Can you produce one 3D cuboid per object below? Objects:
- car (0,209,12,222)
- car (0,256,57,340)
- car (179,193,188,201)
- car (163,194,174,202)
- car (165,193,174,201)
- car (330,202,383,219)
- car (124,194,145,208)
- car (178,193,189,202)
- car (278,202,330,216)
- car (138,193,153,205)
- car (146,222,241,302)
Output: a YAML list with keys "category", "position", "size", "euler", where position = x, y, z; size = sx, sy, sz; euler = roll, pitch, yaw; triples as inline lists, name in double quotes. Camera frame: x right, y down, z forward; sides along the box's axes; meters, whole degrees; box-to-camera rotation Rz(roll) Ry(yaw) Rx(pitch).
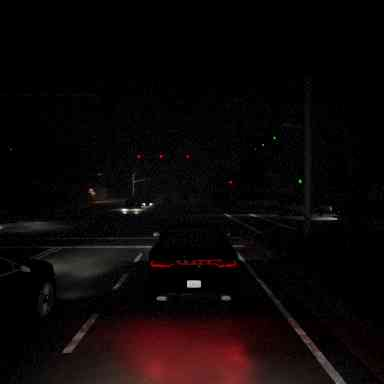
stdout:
- category: "car"
  position: [-15.577, 1.477, 23.708]
  size: [5.008, 1.535, 1.882]
  euler: [0, 0, -2]
- category: "car"
  position: [-3.468, 1.492, 4.374]
  size: [2.128, 1.511, 4.902]
  euler: [0, 0, 0]
- category: "car"
  position: [-2.182, 1.225, 84.962]
  size: [2.150, 2.045, 5.566]
  euler: [0, 0, -1]
- category: "car"
  position: [-5.415, 1.533, 74.529]
  size: [2.033, 1.411, 5.357]
  euler: [0, 0, -1]
- category: "car"
  position: [-5.688, 1.269, 85.134]
  size: [2.097, 1.767, 4.553]
  euler: [0, 0, -1]
- category: "car"
  position: [14.762, 1.564, 28.946]
  size: [4.181, 1.385, 1.994]
  euler: [0, 0, -2]
- category: "car"
  position: [-8.307, 1.477, 47.102]
  size: [1.882, 1.535, 5.008]
  euler: [0, 0, -1]
- category: "car"
  position: [-1.900, 1.225, 74.229]
  size: [2.150, 2.045, 5.566]
  euler: [0, 0, -1]
- category: "car"
  position: [10.866, 1.601, 32.336]
  size: [4.718, 1.301, 1.895]
  euler: [0, 0, -2]
- category: "car"
  position: [-8.545, 1.221, 57.087]
  size: [2.150, 2.045, 5.566]
  euler: [0, 0, -1]
- category: "car"
  position: [0.001, 1.478, 8.365]
  size: [1.882, 1.535, 5.008]
  euler: [0, 0, -1]
